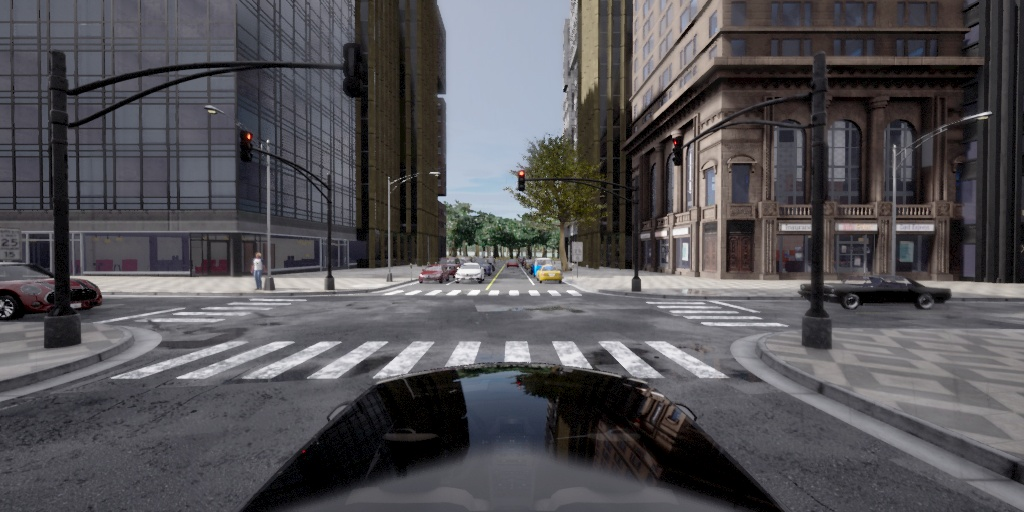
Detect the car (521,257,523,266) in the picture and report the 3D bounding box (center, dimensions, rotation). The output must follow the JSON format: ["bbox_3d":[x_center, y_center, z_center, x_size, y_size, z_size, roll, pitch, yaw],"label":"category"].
[{"bbox_3d":[2.769,1.215,55.332,1.888,1.381,4.507,0,0,0],"label":"car"}]

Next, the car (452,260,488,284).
[{"bbox_3d":[-3.093,1.255,27.170,1.812,1.442,4.674,0,0,0],"label":"car"}]

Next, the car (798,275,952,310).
[{"bbox_3d":[14.712,1.444,14.777,4.718,1.301,1.895,0,1,0],"label":"car"}]

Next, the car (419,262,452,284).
[{"bbox_3d":[-5.760,1.312,26.926,1.802,1.307,4.207,0,0,0],"label":"car"}]

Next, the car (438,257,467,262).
[{"bbox_3d":[-5.759,1.035,32.607,2.192,1.841,5.009,0,0,0],"label":"car"}]

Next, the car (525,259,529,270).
[{"bbox_3d":[2.767,1.276,38.294,1.948,1.339,4.313,0,0,0],"label":"car"}]

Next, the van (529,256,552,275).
[{"bbox_3d":[2.766,1.061,32.614,1.690,1.789,3.998,0,0,0],"label":"van"}]

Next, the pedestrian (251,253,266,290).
[{"bbox_3d":[-12.520,0.742,17.756,0.375,1.860,0.375,0,0,0],"label":"pedestrian"}]

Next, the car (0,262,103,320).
[{"bbox_3d":[-16.269,0.991,11.518,4.553,1.767,2.097,1,1,0],"label":"car"}]

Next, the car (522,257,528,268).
[{"bbox_3d":[2.768,1.210,49.823,1.751,1.417,4.829,0,0,0],"label":"car"}]

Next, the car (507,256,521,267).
[{"bbox_3d":[0.108,1.219,60.628,1.994,1.385,4.181,0,0,0],"label":"car"}]

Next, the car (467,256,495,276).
[{"bbox_3d":[-3.094,1.067,36.050,2.097,1.767,4.553,0,0,0],"label":"car"}]

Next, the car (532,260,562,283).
[{"bbox_3d":[2.766,1.255,27.104,1.751,1.417,4.829,0,0,0],"label":"car"}]
